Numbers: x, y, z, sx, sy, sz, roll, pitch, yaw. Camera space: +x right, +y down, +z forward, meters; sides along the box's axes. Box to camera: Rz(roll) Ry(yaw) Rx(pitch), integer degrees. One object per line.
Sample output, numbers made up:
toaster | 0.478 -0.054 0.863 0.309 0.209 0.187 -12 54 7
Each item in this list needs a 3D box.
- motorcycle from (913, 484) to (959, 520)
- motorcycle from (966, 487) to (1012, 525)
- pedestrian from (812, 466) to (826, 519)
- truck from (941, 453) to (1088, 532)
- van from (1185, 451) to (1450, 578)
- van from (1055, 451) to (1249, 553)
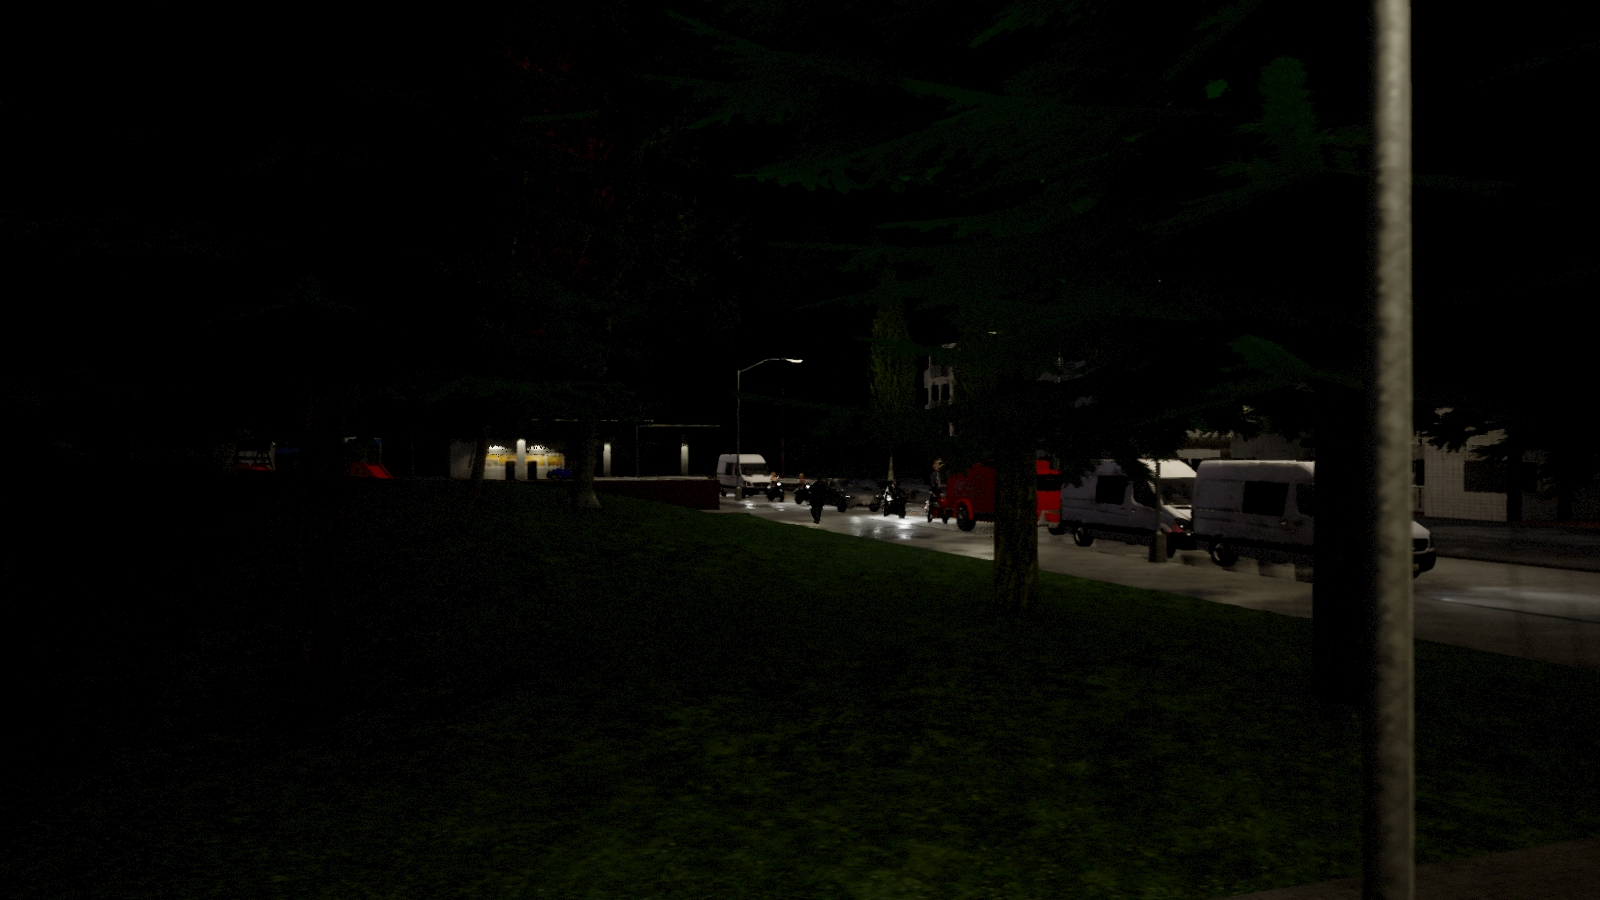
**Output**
motorcycle | 5.233 1.985 44.026 0.867 1.251 2.209 0 0 -20
motorcycle | 6.634 1.962 40.183 0.856 1.236 1.805 0 0 -20
pedestrian | 0.684 1.525 41.002 0.375 1.860 0.375 0 0 -20
truck | 7.140 1.348 38.722 2.627 2.467 5.204 0 0 -20
van | 11.619 1.314 26.261 1.988 2.561 5.915 0 0 -20
van | 9.609 1.314 31.848 1.988 2.561 5.915 0 0 -20
